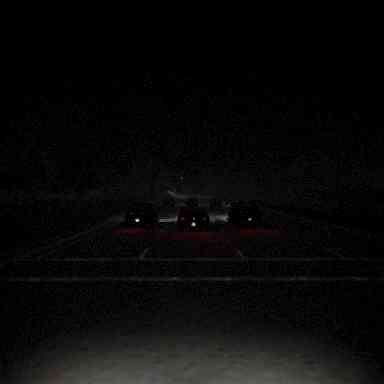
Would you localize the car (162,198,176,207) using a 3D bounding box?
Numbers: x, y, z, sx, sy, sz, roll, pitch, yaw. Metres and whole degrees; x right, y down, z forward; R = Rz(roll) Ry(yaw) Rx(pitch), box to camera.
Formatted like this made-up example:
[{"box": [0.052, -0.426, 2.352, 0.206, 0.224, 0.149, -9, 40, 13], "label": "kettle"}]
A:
[{"box": [-3.497, 1.538, 49.531, 2.033, 1.411, 5.357, 0, 0, 0], "label": "car"}]

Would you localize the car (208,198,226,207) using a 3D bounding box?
[{"box": [3.505, 1.538, 49.609, 2.033, 1.411, 5.357, 0, 0, 0], "label": "car"}]

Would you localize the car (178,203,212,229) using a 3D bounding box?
[{"box": [0.100, 1.596, 21.814, 1.895, 1.301, 4.718, 0, 0, 0], "label": "car"}]

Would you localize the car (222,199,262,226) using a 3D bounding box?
[{"box": [3.601, 1.487, 23.153, 2.128, 1.511, 4.902, 0, 0, 0], "label": "car"}]

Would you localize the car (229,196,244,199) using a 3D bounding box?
[{"box": [7.000, 1.516, 49.542, 1.812, 1.442, 4.674, 0, 0, 0], "label": "car"}]

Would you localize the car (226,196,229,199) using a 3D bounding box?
[{"box": [7.000, 1.466, 59.545, 1.882, 1.535, 5.008, 0, 0, 0], "label": "car"}]

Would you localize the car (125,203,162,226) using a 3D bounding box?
[{"box": [-3.400, 1.500, 23.105, 1.837, 1.490, 4.892, 0, 0, 0], "label": "car"}]

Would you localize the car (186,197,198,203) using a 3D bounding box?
[{"box": [0.006, 1.483, 49.598, 2.128, 1.511, 4.902, 0, 0, 0], "label": "car"}]
